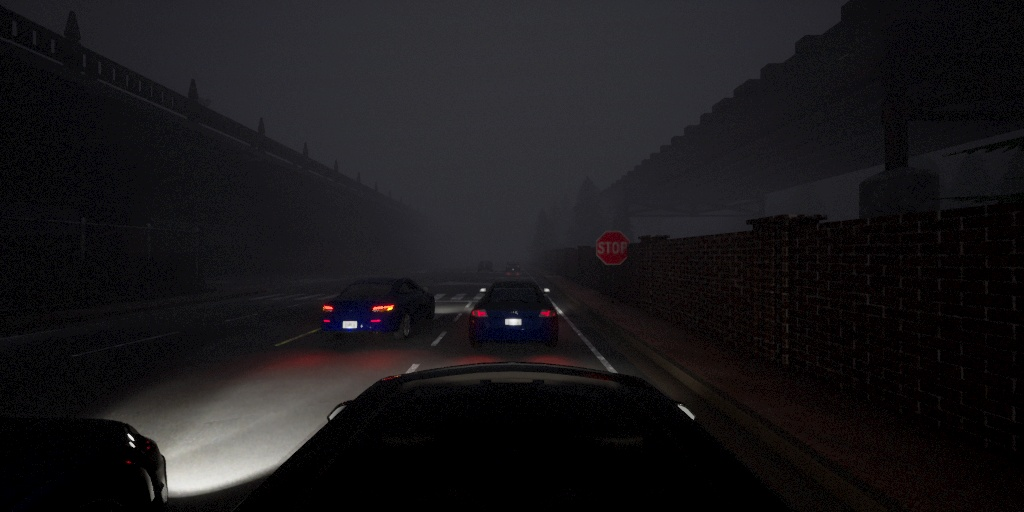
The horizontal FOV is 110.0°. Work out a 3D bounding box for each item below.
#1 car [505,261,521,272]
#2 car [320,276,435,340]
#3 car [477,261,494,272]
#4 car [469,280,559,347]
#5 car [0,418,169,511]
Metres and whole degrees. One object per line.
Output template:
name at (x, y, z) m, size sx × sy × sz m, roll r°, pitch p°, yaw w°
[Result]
car at (0.104, 1.351, 46.131) m, size 1.895 × 1.301 × 4.718 m, roll 0°, pitch 0°, yaw -1°
car at (-3.412, 1.276, 9.838) m, size 1.812 × 1.442 × 4.674 m, roll 0°, pitch 0°, yaw 0°
car at (-3.391, 1.297, 45.963) m, size 2.033 × 1.411 × 5.357 m, roll 0°, pitch 0°, yaw -1°
car at (0.070, 1.314, 9.315) m, size 1.994 × 1.385 × 4.181 m, roll 0°, pitch 0°, yaw 1°
car at (-3.399, 1.314, 0.742) m, size 1.994 × 1.385 × 4.181 m, roll 0°, pitch 0°, yaw 0°
